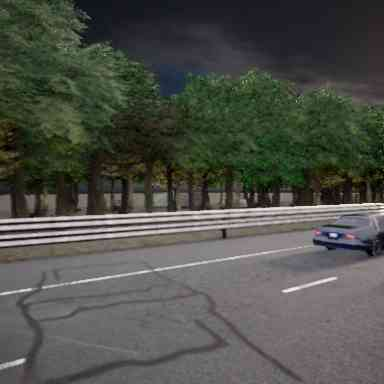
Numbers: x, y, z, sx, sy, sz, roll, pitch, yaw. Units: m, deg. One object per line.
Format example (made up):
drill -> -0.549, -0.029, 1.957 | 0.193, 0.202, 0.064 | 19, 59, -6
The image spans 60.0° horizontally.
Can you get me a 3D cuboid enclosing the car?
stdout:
car -> 6.954, 1.545, 13.012 | 5.357, 1.411, 2.033 | 0, 0, -36
